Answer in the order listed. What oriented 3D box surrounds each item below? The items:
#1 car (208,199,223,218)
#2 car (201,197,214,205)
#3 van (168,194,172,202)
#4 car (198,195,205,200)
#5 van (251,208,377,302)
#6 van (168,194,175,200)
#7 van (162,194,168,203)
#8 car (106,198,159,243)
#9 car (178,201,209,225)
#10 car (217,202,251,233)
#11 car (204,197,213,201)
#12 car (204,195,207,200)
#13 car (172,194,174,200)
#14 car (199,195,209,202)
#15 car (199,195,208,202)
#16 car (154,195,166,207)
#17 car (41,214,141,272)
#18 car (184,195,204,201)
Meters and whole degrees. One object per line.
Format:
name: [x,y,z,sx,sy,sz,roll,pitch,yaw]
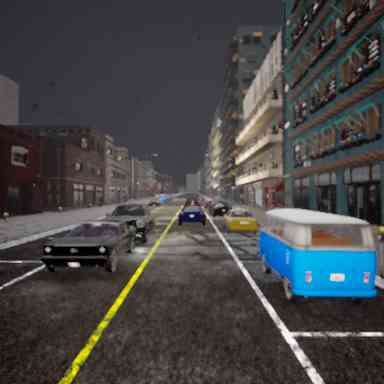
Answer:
car: [2.687,1.587,30.339,1.947,1.339,4.313,1,0,0]
car: [2.675,1.572,58.243,2.008,1.369,4.403,1,0,0]
van: [-5.706,1.359,69.358,1.690,1.788,3.998,1,0,0]
car: [2.660,1.584,91.726,1.802,1.307,4.206,1,0,0]
van: [2.701,1.349,8.017,1.690,1.788,3.998,1,0,0]
van: [-5.716,1.343,91.679,1.690,1.788,3.998,1,0,0]
van: [-5.701,1.362,58.198,1.690,1.788,3.998,1,0,0]
car: [-3.008,1.366,16.175,2.097,1.767,4.553,0,0,0]
car: [0.021,1.583,24.432,1.994,1.385,4.181,0,0,1]
car: [2.693,1.542,19.347,1.752,1.417,4.829,1,0,0]
car: [2.685,1.588,35.920,1.947,1.339,4.313,1,0,0]
car: [2.681,1.567,47.082,1.887,1.381,4.507,1,0,0]
car: [-5.715,1.556,80.518,1.887,1.381,4.507,1,0,0]
car: [2.670,1.455,74.984,1.967,1.590,4.097,1,0,0]
car: [2.666,1.562,80.564,2.008,1.369,4.403,1,0,0]
car: [-5.703,1.588,52.617,1.947,1.339,4.313,1,0,0]
car: [-3.095,1.611,10.964,1.895,1.301,4.718,0,0,0]
car: [0.063,1.373,42.685,2.097,1.767,4.553,0,0,0]
